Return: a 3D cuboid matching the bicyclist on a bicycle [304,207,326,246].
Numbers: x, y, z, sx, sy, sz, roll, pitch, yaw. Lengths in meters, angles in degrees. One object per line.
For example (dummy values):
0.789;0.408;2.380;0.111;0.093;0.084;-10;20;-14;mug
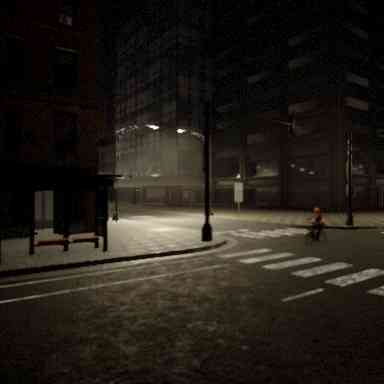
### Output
5.252;1.461;14.091;1.509;1.612;0.866;0;0;-36;bicyclist on a bicycle
